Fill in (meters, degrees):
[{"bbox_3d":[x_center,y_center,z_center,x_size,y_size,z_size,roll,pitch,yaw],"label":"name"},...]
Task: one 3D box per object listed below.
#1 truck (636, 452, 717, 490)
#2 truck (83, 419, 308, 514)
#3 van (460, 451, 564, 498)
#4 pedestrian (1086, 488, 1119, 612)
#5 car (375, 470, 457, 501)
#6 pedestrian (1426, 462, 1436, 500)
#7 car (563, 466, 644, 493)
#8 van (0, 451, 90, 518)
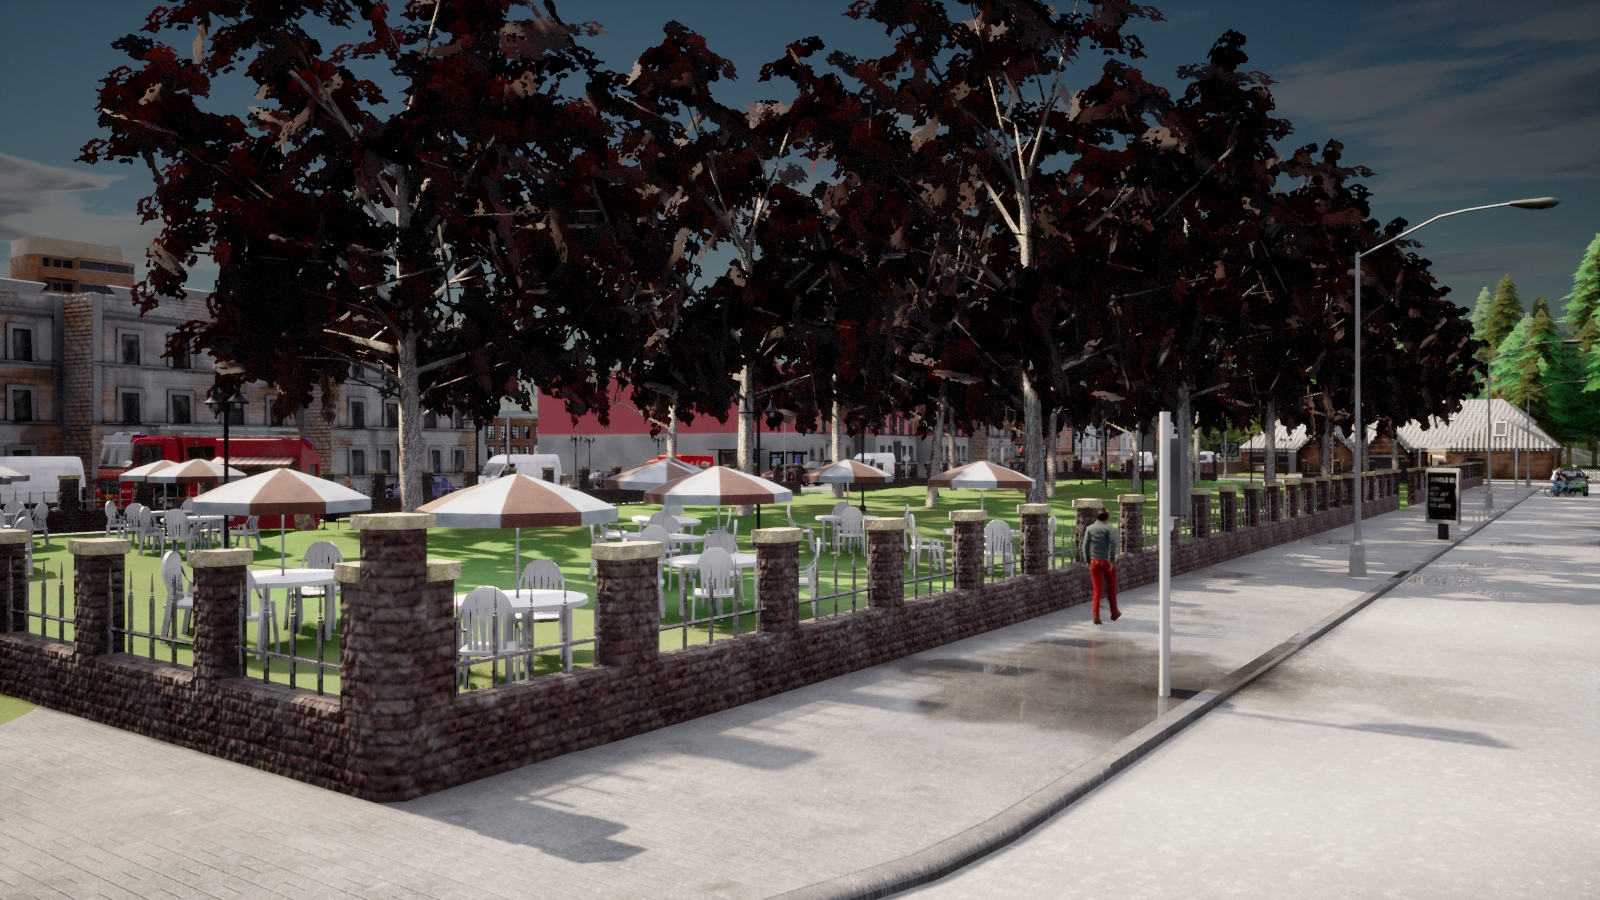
[{"bbox_3d":[-8.233,1.348,76.671,2.627,2.467,5.204,0,0,35],"label":"truck"},{"bbox_3d":[-26.598,0.670,50.778,2.891,3.827,8.468,0,0,35],"label":"truck"},{"bbox_3d":[-16.329,1.314,65.083,1.988,2.561,5.915,0,0,35],"label":"van"},{"bbox_3d":[4.627,1.517,17.499,0.375,1.860,0.375,0,0,37],"label":"pedestrian"},{"bbox_3d":[-20.045,1.818,59.739,1.845,1.501,3.633,0,0,35],"label":"car"},{"bbox_3d":[30.983,1.525,56.095,0.375,1.860,0.375,0,0,35],"label":"pedestrian"},{"bbox_3d":[-12.166,1.814,71.050,2.097,1.535,5.006,0,0,35],"label":"car"},{"bbox_3d":[-31.021,1.314,44.007,1.988,2.561,5.915,0,0,35],"label":"van"}]
